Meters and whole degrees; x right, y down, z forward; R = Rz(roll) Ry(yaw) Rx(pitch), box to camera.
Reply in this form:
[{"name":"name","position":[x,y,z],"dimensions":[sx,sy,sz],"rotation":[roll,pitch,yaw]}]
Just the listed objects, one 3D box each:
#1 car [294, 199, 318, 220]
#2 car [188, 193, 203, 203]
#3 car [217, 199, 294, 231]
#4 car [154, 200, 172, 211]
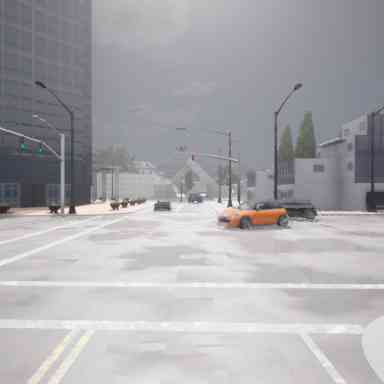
[{"name":"car","position":[7.840,1.351,27.462],"dimensions":[4.553,1.767,2.097],"rotation":[0,0,6]},{"name":"car","position":[0.710,1.221,67.356],"dimensions":[2.150,2.045,5.566],"rotation":[0,0,12]},{"name":"car","position":[3.786,1.354,20.822],"dimensions":[4.553,1.767,2.097],"rotation":[0,0,-30]},{"name":"car","position":[-3.619,1.600,41.646],"dimensions":[1.895,1.301,4.718],"rotation":[0,0,0]}]
